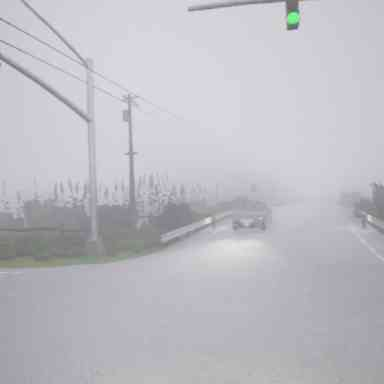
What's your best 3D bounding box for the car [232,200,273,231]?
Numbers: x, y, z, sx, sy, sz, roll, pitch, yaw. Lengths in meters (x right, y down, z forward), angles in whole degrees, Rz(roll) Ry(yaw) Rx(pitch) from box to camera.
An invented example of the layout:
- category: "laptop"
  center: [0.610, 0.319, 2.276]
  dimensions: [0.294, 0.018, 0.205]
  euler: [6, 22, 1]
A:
- category: "car"
  center: [3.632, 1.307, 19.695]
  dimensions: [2.128, 1.511, 4.902]
  euler: [-2, 2, 19]
